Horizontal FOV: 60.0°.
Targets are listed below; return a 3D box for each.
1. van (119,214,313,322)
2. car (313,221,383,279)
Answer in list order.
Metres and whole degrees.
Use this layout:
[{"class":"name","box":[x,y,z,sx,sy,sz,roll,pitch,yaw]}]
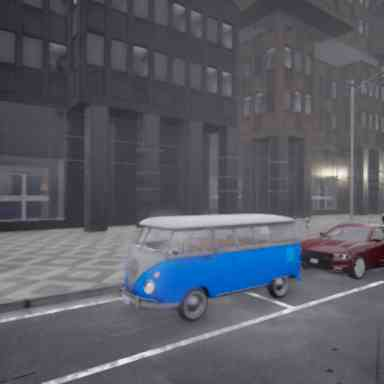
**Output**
[{"class":"van","box":[0.562,1.380,7.042,3.998,1.788,1.690,1,0,-35]},{"class":"car","box":[5.139,1.634,10.298,4.507,1.381,1.887,1,0,-35]}]
